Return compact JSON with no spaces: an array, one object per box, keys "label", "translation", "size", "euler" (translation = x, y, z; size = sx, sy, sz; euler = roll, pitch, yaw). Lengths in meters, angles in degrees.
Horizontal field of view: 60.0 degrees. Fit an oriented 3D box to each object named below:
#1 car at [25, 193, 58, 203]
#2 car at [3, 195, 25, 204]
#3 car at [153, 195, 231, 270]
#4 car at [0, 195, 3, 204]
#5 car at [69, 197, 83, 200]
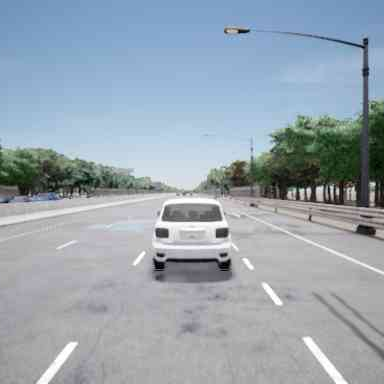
[{"label":"car","translation":[-21.189,1.139,47.889],"size":[2.150,2.045,5.566],"euler":[0,0,0]},{"label":"car","translation":[-24.686,1.443,47.972],"size":[1.812,1.442,4.674],"euler":[0,0,0]},{"label":"car","translation":[-0.011,1.230,11.065],"size":[2.150,2.045,5.566],"euler":[0,0,0]},{"label":"car","translation":[-28.174,1.268,49.590],"size":[2.097,1.767,4.553],"euler":[0,0,0]},{"label":"car","translation":[-17.692,1.478,51.003],"size":[1.994,1.385,4.181],"euler":[0,0,0]}]
